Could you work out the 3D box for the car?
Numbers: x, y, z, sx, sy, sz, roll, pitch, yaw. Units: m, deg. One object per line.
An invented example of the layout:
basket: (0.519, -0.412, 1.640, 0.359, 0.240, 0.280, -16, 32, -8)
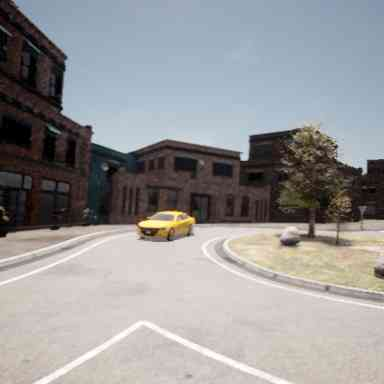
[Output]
car: (-1.395, 1.895, 19.519, 1.882, 1.535, 5.008, 2, -1, 20)
